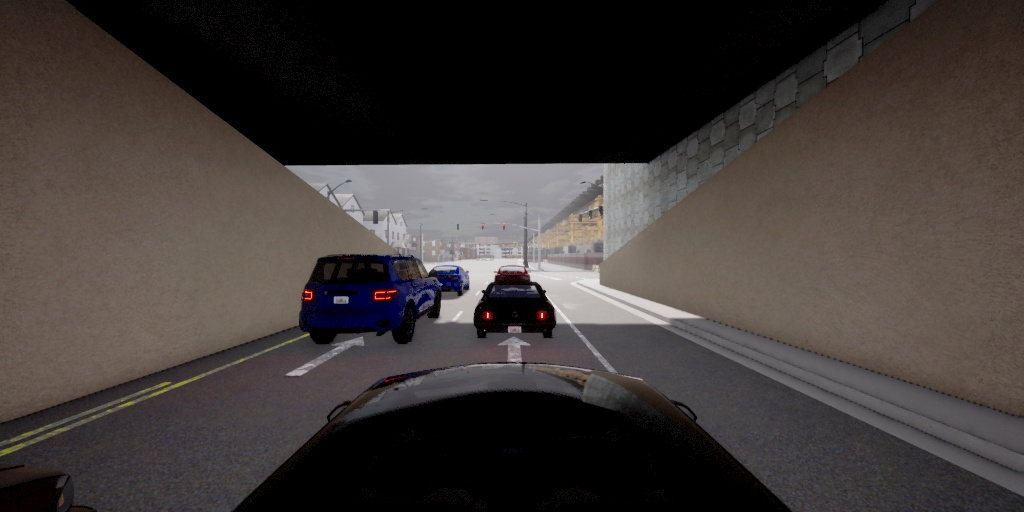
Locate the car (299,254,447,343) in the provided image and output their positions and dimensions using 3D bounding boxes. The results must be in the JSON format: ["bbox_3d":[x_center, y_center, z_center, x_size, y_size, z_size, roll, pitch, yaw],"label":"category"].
[{"bbox_3d":[-3.437,0.971,9.851,2.150,2.045,5.566,0,0,0],"label":"car"}]

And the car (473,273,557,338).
[{"bbox_3d":[0.058,1.351,10.200,1.895,1.301,4.718,0,0,0],"label":"car"}]

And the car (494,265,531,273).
[{"bbox_3d":[0.016,1.228,19.537,1.882,1.535,5.008,0,0,0],"label":"car"}]

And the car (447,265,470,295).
[{"bbox_3d":[-3.485,1.228,19.788,1.882,1.535,5.008,0,0,0],"label":"car"}]
